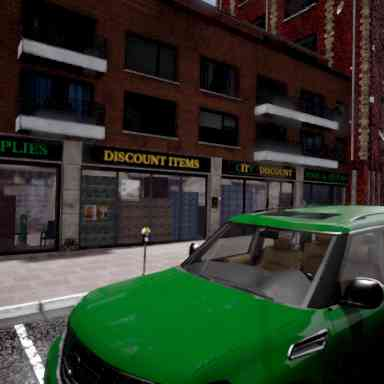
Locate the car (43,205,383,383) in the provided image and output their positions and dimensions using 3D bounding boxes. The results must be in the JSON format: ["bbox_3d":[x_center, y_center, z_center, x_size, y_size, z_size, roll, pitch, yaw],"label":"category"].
[{"bbox_3d":[1.331,1.224,3.897,5.566,2.045,2.150,0,0,-36],"label":"car"}]
